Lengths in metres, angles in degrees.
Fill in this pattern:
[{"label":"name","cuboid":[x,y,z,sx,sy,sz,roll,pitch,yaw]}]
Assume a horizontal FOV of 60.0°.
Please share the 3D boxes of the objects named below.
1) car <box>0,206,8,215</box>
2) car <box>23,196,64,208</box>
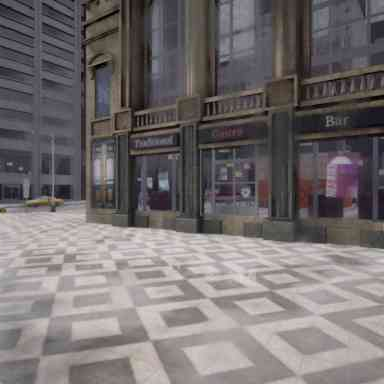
[{"label":"car","cuboid":[-18.052,1.343,27.692,1.752,1.417,4.829,1,2,36]},{"label":"car","cuboid":[-18.529,1.146,41.593,1.752,1.417,4.829,1,2,36]}]
